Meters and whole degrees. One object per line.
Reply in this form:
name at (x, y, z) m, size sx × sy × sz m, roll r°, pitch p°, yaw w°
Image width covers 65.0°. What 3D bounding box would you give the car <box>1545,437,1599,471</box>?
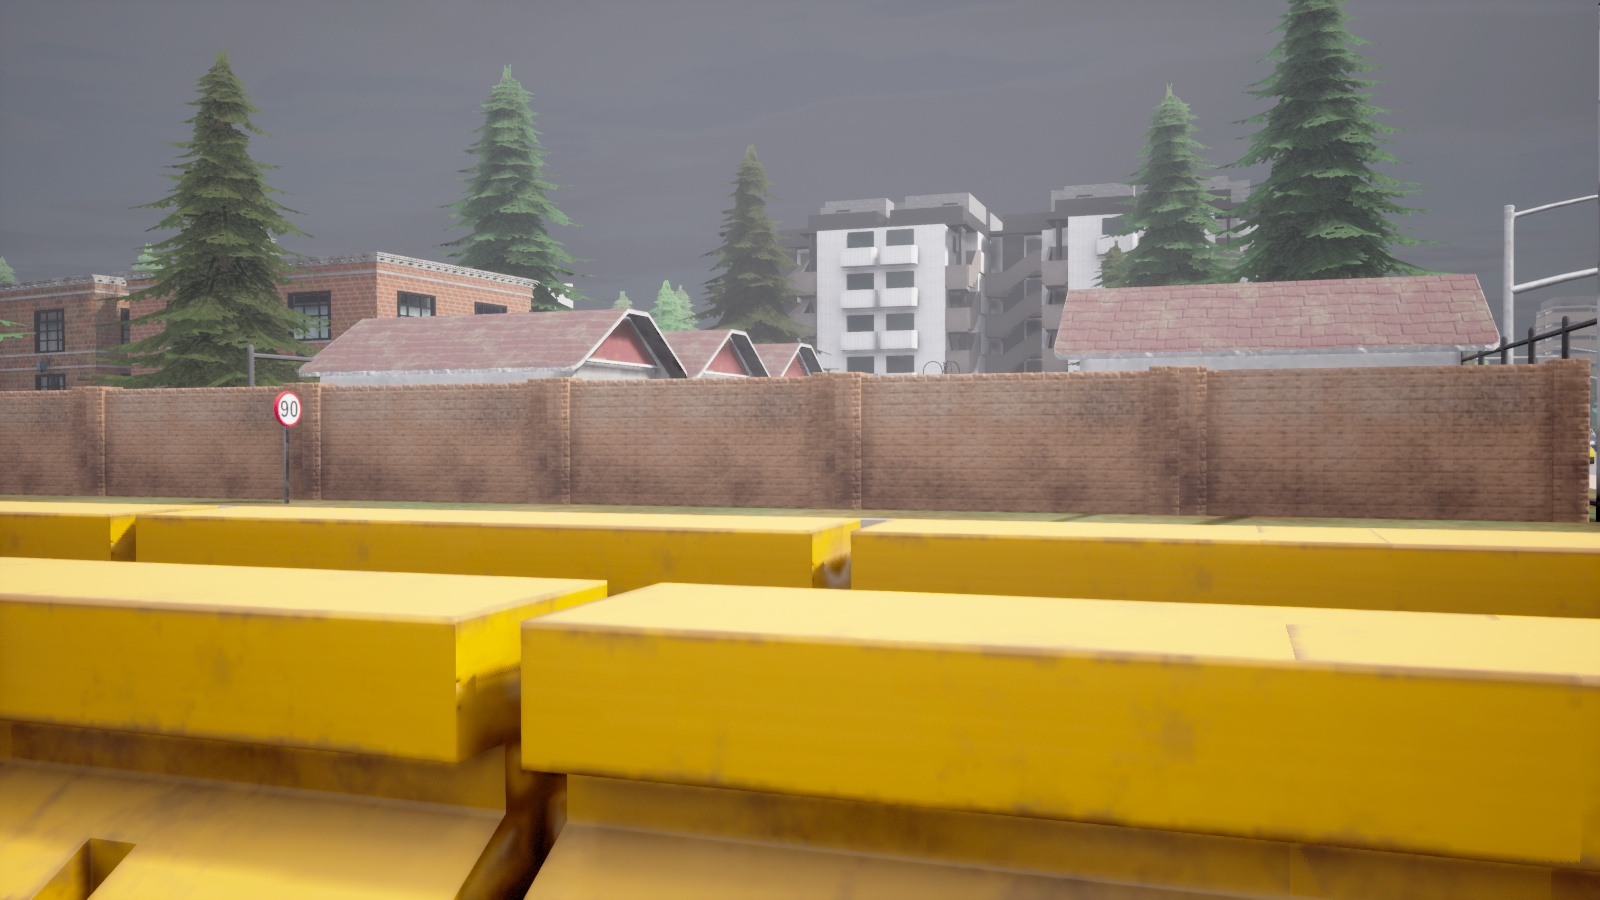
car at (32.178, 0.163, 52.381) m, size 1.481 × 1.376 × 2.207 m, roll 1°, pitch 1°, yaw 20°
